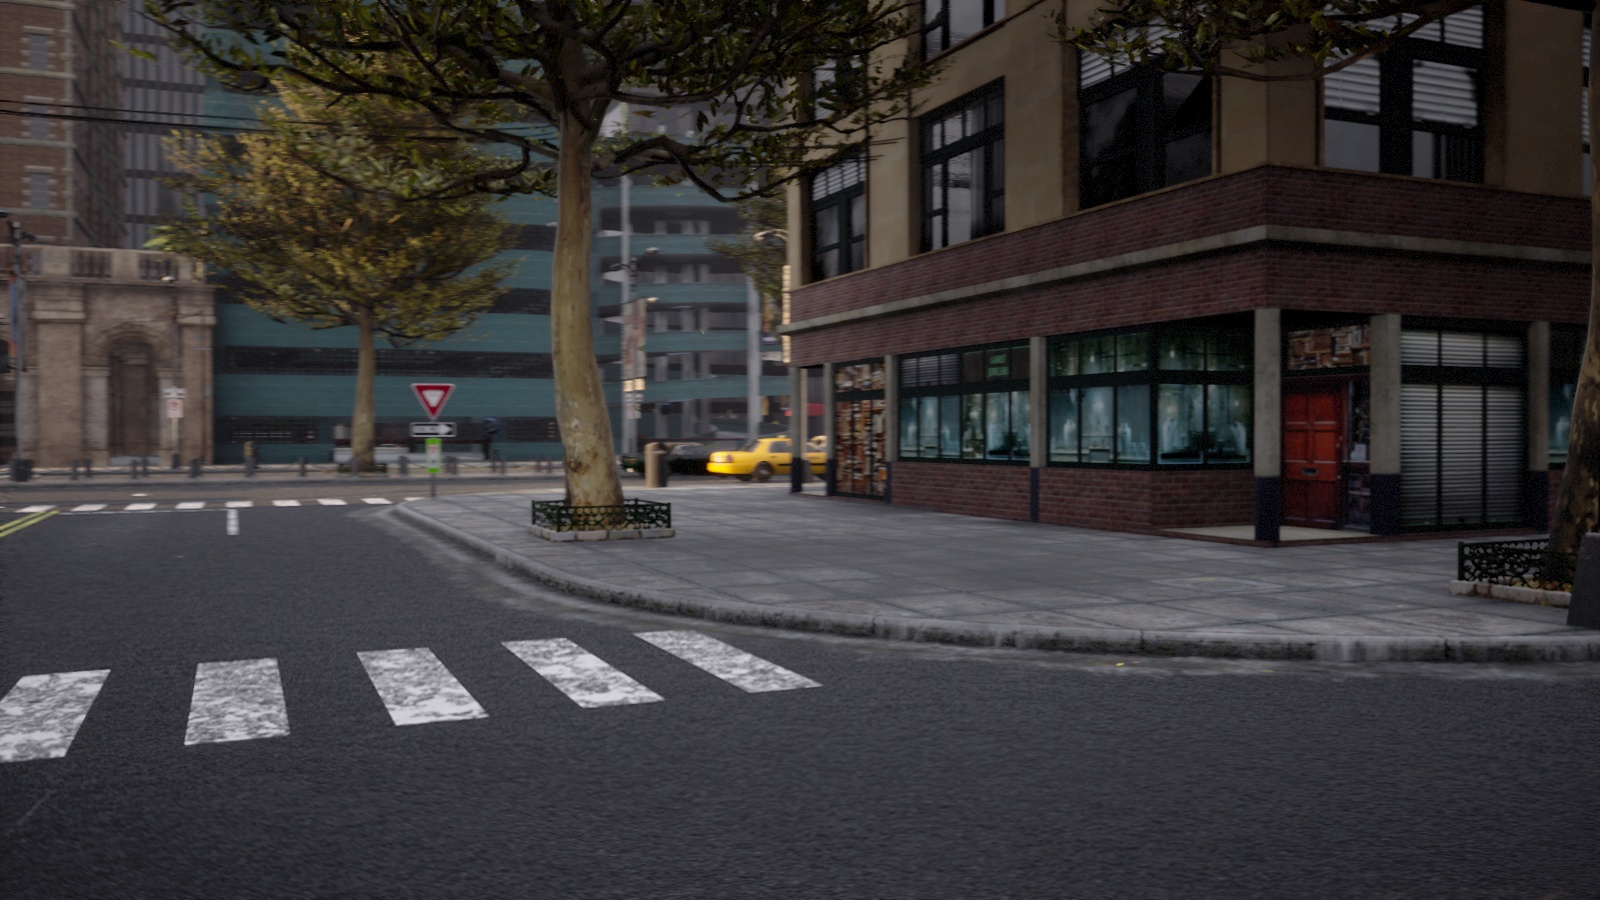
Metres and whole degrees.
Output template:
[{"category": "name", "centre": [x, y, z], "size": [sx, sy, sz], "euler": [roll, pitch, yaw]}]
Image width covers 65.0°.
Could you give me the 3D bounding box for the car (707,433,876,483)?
[{"category": "car", "centre": [-0.266, 0.246, 41.875], "size": [5.366, 1.575, 1.801], "euler": [0, 1, -23]}]

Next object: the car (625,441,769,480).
[{"category": "car", "centre": [-3.621, 0.362, 44.229], "size": [4.718, 1.301, 1.895], "euler": [0, 1, -23]}]
